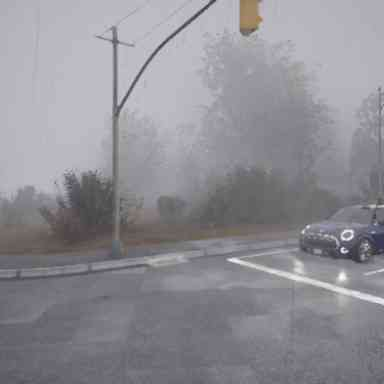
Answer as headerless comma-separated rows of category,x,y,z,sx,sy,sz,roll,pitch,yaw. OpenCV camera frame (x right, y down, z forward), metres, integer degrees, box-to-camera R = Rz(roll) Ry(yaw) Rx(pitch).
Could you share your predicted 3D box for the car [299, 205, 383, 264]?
car,5.916,1.255,11.568,4.553,1.767,2.097,-1,1,-29
